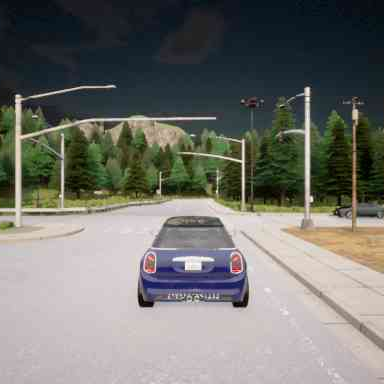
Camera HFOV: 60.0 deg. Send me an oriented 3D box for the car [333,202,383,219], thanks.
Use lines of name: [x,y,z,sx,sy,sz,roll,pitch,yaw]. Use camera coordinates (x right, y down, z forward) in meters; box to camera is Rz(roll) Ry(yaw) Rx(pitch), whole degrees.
car: [14.503,1.591,28.738,4.181,1.385,1.994,0,0,1]

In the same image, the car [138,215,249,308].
car: [0.038,1.348,8.112,2.097,1.767,4.553,0,0,0]
